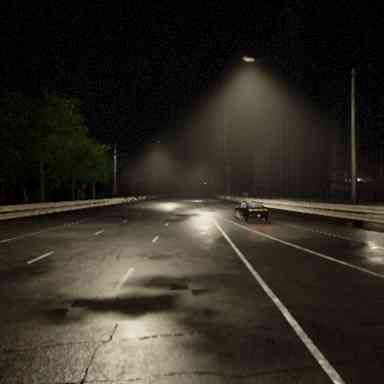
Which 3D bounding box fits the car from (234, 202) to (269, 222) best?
[{"bbox_3d":[4.617,1.517,26.422,2.128,1.511,4.902,0,0,-5],"label":"car"}]
